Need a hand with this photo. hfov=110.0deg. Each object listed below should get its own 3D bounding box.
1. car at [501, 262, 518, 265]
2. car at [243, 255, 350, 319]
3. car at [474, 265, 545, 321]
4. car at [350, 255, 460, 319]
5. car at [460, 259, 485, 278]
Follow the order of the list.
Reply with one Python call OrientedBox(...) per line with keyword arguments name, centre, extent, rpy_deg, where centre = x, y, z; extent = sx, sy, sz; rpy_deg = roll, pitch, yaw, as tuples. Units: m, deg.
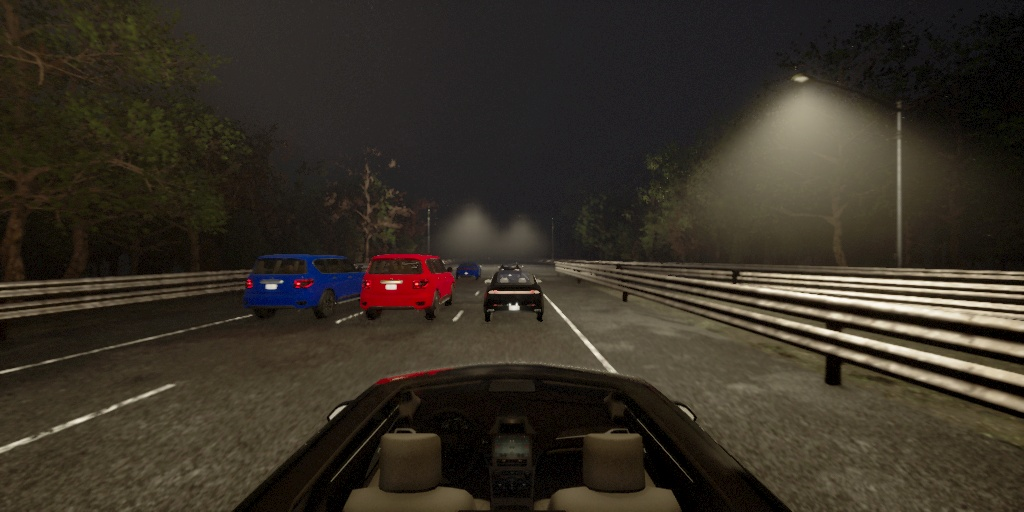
OrientedBox(name="car", centre=(-0.185, 1.253, 29.575), extent=(2.128, 1.511, 4.902), rpy_deg=(0, 0, -1))
OrientedBox(name="car", centre=(-6.957, 0.974, 13.023), extent=(2.150, 2.045, 5.566), rpy_deg=(0, 0, 0))
OrientedBox(name="car", centre=(0.046, 1.242, 12.480), extent=(2.128, 1.511, 4.902), rpy_deg=(0, 0, 0))
OrientedBox(name="car", centre=(-3.457, 0.974, 12.897), extent=(2.150, 2.045, 5.566), rpy_deg=(0, 0, 0))
OrientedBox(name="car", centre=(-3.719, 1.243, 31.341), extent=(1.882, 1.535, 5.008), rpy_deg=(0, 0, -1))
